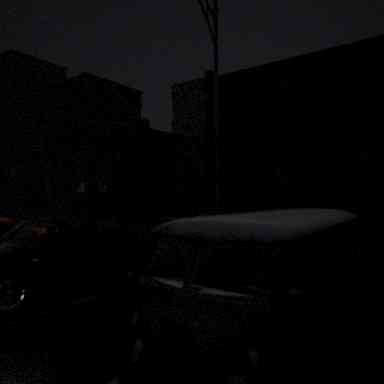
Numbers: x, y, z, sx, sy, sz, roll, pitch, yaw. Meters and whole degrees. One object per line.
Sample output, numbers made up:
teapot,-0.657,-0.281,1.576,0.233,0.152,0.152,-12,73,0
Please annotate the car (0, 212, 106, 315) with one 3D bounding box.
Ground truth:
car,-3.285,1.332,7.736,2.185,1.767,4.553,0,0,36

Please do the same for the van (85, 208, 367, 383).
van,1.055,1.249,4.459,1.878,1.987,4.442,0,0,35
